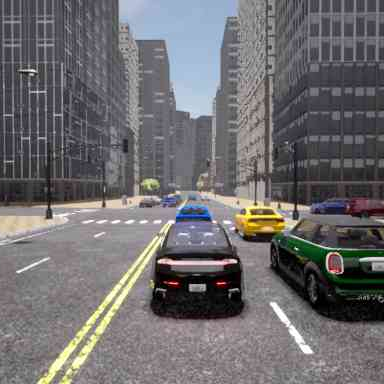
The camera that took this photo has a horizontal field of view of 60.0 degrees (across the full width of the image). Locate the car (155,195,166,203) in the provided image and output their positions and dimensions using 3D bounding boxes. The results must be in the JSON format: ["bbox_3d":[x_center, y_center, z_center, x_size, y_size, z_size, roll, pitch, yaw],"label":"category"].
[{"bbox_3d":[-6.446,1.446,68.018,1.837,1.490,4.892,0,0,0],"label":"car"}]

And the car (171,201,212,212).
[{"bbox_3d":[0.119,1.468,17.842,1.882,1.535,5.008,0,0,1],"label":"car"}]

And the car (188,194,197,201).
[{"bbox_3d":[0.075,1.271,80.615,2.097,1.767,4.553,0,0,0],"label":"car"}]

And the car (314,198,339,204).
[{"bbox_3d":[14.916,1.449,35.228,4.553,1.767,2.097,1,1,1],"label":"car"}]

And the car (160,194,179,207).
[{"bbox_3d":[-3.295,1.489,49.538,1.812,1.442,4.674,0,0,0],"label":"car"}]

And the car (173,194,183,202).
[{"bbox_3d":[-3.180,1.284,77.162,2.097,1.767,4.553,0,0,0],"label":"car"}]

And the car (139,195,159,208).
[{"bbox_3d":[-6.540,1.512,49.110,2.033,1.411,5.357,0,0,0],"label":"car"}]

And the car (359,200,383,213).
[{"bbox_3d":[21.844,1.641,37.706,4.829,1.417,1.752,1,0,1],"label":"car"}]

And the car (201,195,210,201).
[{"bbox_3d":[3.325,1.511,80.672,1.895,1.301,4.718,0,0,0],"label":"car"}]

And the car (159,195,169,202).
[{"bbox_3d":[-6.429,1.480,77.996,1.994,1.385,4.181,0,0,0],"label":"car"}]

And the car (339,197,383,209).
[{"bbox_3d":[16.227,1.518,29.425,5.009,1.841,2.192,1,0,1],"label":"car"}]

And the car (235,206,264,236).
[{"bbox_3d":[3.364,1.468,17.229,1.882,1.535,5.008,0,0,0],"label":"car"}]

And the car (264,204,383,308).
[{"bbox_3d":[3.357,1.348,8.050,2.097,1.767,4.553,0,0,0],"label":"car"}]

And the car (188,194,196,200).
[{"bbox_3d":[0.084,1.264,90.647,2.128,1.511,4.902,0,0,0],"label":"car"}]

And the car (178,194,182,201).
[{"bbox_3d":[-3.272,1.517,58.283,1.994,1.385,4.181,0,0,1],"label":"car"}]

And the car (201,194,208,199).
[{"bbox_3d":[3.334,1.334,90.674,1.895,1.301,4.718,0,0,0],"label":"car"}]

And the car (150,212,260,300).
[{"bbox_3d":[0.105,1.487,8.338,2.128,1.511,4.902,0,0,0],"label":"car"}]
